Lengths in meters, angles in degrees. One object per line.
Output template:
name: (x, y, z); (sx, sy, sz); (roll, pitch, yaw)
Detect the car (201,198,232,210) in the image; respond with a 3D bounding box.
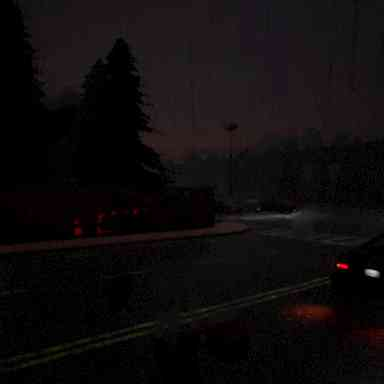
car: (3.267, 1.558, 44.688); (1.994, 1.385, 4.181); (0, 0, -35)

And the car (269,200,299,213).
car: (9.029, 1.541, 36.524); (2.033, 1.411, 5.357); (0, 0, -35)

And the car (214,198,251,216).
car: (3.094, 1.473, 32.791); (1.882, 1.535, 5.008); (0, 0, -35)

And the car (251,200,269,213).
car: (5.346, 1.486, 35.669); (2.128, 1.511, 4.902); (0, 0, -35)

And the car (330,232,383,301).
car: (5.367, 1.546, 7.624); (5.357, 1.411, 2.033); (0, 0, -36)
